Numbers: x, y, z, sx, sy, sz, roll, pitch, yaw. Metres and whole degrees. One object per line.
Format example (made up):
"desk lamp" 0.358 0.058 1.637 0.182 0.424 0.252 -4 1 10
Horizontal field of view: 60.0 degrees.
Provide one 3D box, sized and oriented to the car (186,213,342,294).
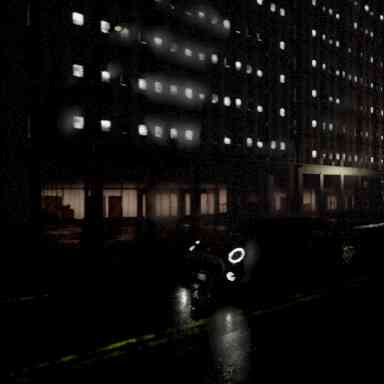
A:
"car" 2.067 1.425 9.134 4.553 1.767 2.097 1 0 -35
